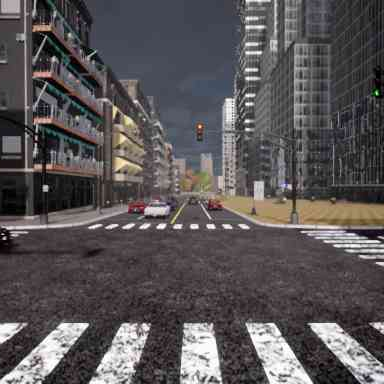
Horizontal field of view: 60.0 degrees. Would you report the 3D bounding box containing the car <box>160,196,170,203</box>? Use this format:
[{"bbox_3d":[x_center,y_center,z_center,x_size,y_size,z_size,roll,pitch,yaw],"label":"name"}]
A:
[{"bbox_3d":[-5.577,1.566,69.276,1.802,1.307,4.206,-1,0,0],"label":"car"}]

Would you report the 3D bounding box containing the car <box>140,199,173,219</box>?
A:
[{"bbox_3d":[-3.047,1.589,29.430,1.895,1.301,4.718,0,0,0],"label":"car"}]

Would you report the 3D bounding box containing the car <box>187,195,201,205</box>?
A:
[{"bbox_3d":[0.199,1.510,59.450,1.812,1.442,4.674,0,0,0],"label":"car"}]

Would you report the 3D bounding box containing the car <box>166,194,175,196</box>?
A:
[{"bbox_3d":[-3.000,1.489,49.672,1.837,1.490,4.892,0,0,0],"label":"car"}]

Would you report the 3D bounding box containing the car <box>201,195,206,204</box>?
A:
[{"bbox_3d":[2.760,1.535,63.669,2.008,1.369,4.403,-1,0,0],"label":"car"}]

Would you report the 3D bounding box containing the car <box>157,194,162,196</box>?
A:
[{"bbox_3d":[-5.611,1.299,52.329,2.192,1.841,5.009,-1,0,0],"label":"car"}]

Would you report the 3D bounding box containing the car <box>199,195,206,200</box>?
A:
[{"bbox_3d":[2.810,1.512,92.084,1.752,1.417,4.829,-1,0,0],"label":"car"}]

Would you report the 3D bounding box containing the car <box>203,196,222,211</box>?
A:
[{"bbox_3d":[2.719,1.530,41.073,1.887,1.381,4.507,-1,0,0],"label":"car"}]

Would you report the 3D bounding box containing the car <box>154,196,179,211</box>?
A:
[{"bbox_3d":[-3.018,1.550,39.490,1.994,1.385,4.181,0,0,1],"label":"car"}]

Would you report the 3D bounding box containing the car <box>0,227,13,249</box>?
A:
[{"bbox_3d":[-9.035,1.588,12.273,4.181,1.385,1.994,0,1,-11],"label":"car"}]

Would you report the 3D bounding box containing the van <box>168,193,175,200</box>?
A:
[{"bbox_3d":[-5.540,1.328,91.870,1.690,1.788,3.998,-1,0,0],"label":"van"}]

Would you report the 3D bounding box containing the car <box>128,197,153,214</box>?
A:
[{"bbox_3d":[-5.638,1.532,35.382,1.887,1.381,4.507,-1,0,0],"label":"car"}]

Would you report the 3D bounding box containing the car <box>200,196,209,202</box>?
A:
[{"bbox_3d":[2.780,1.529,74.967,1.887,1.381,4.507,-1,0,0],"label":"car"}]

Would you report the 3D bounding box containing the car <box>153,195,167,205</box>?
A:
[{"bbox_3d":[-5.599,1.424,57.977,1.967,1.590,4.097,-1,0,0],"label":"car"}]

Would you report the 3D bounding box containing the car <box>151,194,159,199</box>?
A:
[{"bbox_3d":[-5.630,1.426,41.031,1.967,1.590,4.097,-1,0,0],"label":"car"}]
